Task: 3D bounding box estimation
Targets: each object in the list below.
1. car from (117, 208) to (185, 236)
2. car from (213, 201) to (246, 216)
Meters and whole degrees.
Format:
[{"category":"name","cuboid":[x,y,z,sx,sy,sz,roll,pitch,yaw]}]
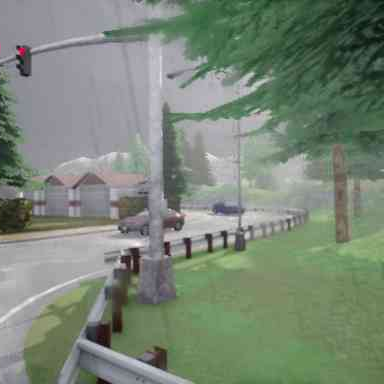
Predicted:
[{"category":"car","cuboid":[-2.258,1.671,19.624,1.812,1.442,4.674,-1,0,36]},{"category":"car","cuboid":[3.861,1.673,35.028,1.882,1.535,5.008,1,-1,-20]}]
